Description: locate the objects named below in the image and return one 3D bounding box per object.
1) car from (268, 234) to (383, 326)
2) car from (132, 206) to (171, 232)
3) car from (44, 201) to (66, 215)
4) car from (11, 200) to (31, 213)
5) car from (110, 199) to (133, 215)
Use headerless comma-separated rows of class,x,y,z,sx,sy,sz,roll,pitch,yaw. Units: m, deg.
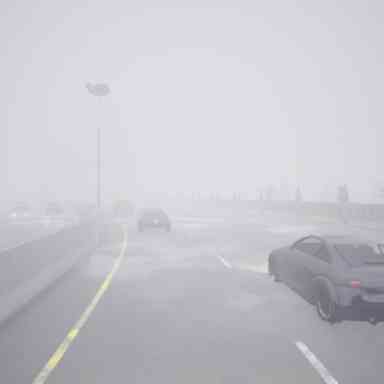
car,3.122,1.595,7.279,1.994,1.385,4.181,0,0,-4
car,-2.600,1.709,21.611,1.994,1.385,4.181,0,0,-12
car,-15.592,1.811,37.764,1.837,1.490,4.892,0,-1,-25
car,-21.978,1.872,42.780,1.837,1.490,4.892,0,-1,-29
car,-8.187,1.627,38.693,2.097,1.767,4.553,0,0,-23
